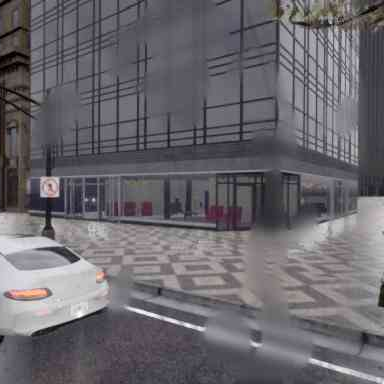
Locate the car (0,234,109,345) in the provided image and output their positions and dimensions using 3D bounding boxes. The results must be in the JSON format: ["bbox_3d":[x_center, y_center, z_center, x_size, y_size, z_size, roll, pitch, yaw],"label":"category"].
[{"bbox_3d":[-3.522,1.524,6.190,4.674,1.442,1.812,0,0,35],"label":"car"}]
